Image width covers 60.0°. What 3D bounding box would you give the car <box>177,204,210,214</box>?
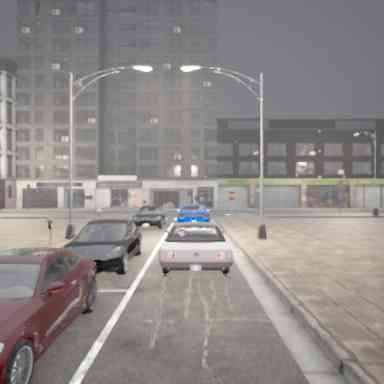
[{"bbox_3d":[0.090,1.441,20.166,1.882,1.535,5.008,0,0,0],"label":"car"}]

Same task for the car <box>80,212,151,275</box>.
[{"bbox_3d":[-2.639,1.547,10.439,1.947,1.339,4.313,0,0,0],"label":"car"}]

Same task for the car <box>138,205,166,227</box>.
[{"bbox_3d":[-2.639,1.527,21.344,1.947,1.339,4.313,0,0,0],"label":"car"}]

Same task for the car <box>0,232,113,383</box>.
[{"bbox_3d":[-2.639,1.573,4.987,1.802,1.307,4.206,0,0,0],"label":"car"}]

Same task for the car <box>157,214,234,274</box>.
[{"bbox_3d":[0.100,1.582,10.414,1.895,1.301,4.718,0,0,0],"label":"car"}]
